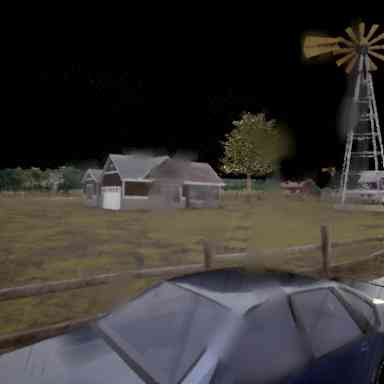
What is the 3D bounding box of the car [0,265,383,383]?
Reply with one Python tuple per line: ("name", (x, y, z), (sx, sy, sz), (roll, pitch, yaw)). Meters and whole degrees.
("car", (0.411, 1.561, 3.344), (5.357, 1.411, 2.033), (0, 0, -35))
